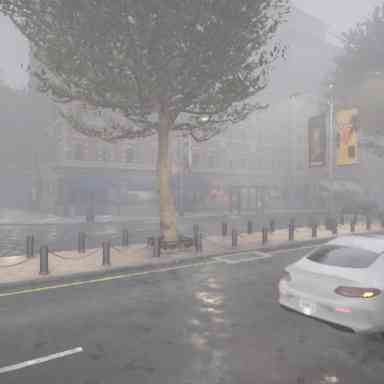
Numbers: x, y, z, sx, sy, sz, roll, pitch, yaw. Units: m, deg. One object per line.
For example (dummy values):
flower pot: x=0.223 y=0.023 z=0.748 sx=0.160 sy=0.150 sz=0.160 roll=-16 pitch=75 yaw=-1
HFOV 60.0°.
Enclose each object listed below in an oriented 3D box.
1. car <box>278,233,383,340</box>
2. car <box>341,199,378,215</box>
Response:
car: x=3.607 y=1.526 z=6.315 sx=4.674 sy=1.442 sz=1.812 roll=0 pitch=0 yaw=-35
car: x=17.543 y=1.507 z=34.768 sx=4.892 sy=1.490 sz=1.837 roll=1 pitch=0 yaw=-35
